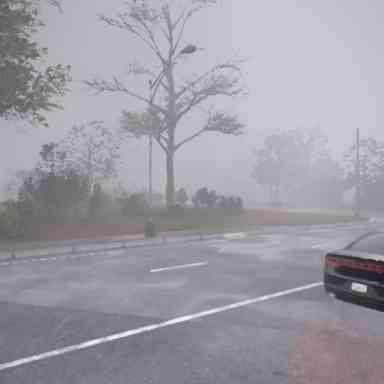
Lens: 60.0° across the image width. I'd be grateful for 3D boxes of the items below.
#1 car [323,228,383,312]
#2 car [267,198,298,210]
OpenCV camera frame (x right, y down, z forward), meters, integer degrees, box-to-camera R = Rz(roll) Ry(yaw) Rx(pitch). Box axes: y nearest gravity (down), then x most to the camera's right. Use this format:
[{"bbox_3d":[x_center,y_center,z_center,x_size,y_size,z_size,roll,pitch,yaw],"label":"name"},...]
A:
[{"bbox_3d":[4.891,1.486,7.089,5.008,1.535,1.882,0,0,-35],"label":"car"},{"bbox_3d":[12.177,1.563,45.045,1.837,1.490,4.892,0,0,-27],"label":"car"}]
